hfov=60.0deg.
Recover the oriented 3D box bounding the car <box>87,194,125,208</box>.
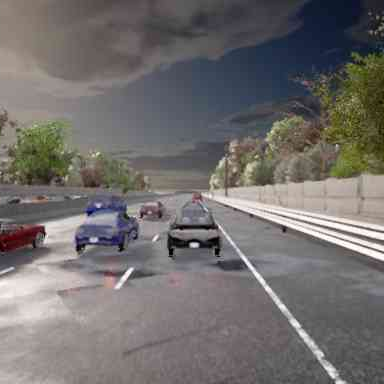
[{"bbox_3d":[-6.917,1.176,27.275,2.150,2.045,5.566,0,0,0],"label":"car"}]

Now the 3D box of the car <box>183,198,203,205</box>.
[{"bbox_3d":[0.084,1.519,28.699,1.994,1.385,4.181,0,0,0],"label":"car"}]

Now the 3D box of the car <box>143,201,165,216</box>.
[{"bbox_3d":[-3.415,1.480,29.212,1.812,1.442,4.674,0,0,0],"label":"car"}]

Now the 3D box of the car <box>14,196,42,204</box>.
[{"bbox_3d":[-21.083,1.293,44.175,2.097,1.767,4.553,0,0,0],"label":"car"}]

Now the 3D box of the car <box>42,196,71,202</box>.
[{"bbox_3d":[-17.584,1.293,44.176,2.097,1.767,4.553,0,0,0],"label":"car"}]

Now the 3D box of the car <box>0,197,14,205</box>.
[{"bbox_3d":[-24.579,1.435,44.437,2.128,1.511,4.902,0,0,0],"label":"car"}]

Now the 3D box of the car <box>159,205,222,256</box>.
[{"bbox_3d":[0.082,1.466,12.984,2.128,1.511,4.902,0,0,0],"label":"car"}]

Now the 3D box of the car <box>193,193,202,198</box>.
[{"bbox_3d":[1.215,1.158,76.196,2.150,2.045,5.566,0,0,0],"label":"car"}]

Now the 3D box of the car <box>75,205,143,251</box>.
[{"bbox_3d":[-3.414,1.499,13.897,1.812,1.442,4.674,0,0,0],"label":"car"}]

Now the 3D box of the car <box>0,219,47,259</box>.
[{"bbox_3d":[-6.919,1.577,11.597,1.895,1.301,4.718,0,0,0],"label":"car"}]
